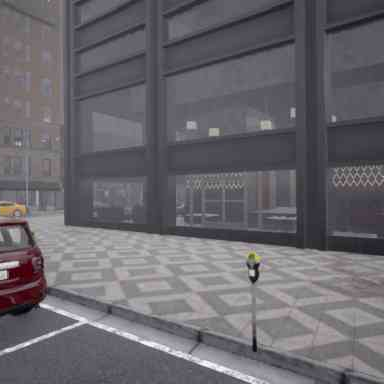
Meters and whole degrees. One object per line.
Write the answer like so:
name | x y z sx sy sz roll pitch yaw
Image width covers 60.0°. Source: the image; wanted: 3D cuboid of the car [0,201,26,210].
car | -18.286 1.642 31.184 1.882 1.535 5.008 -1 -1 36

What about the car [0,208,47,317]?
car | -4.778 1.317 6.267 5.009 1.841 2.192 0 -1 35
